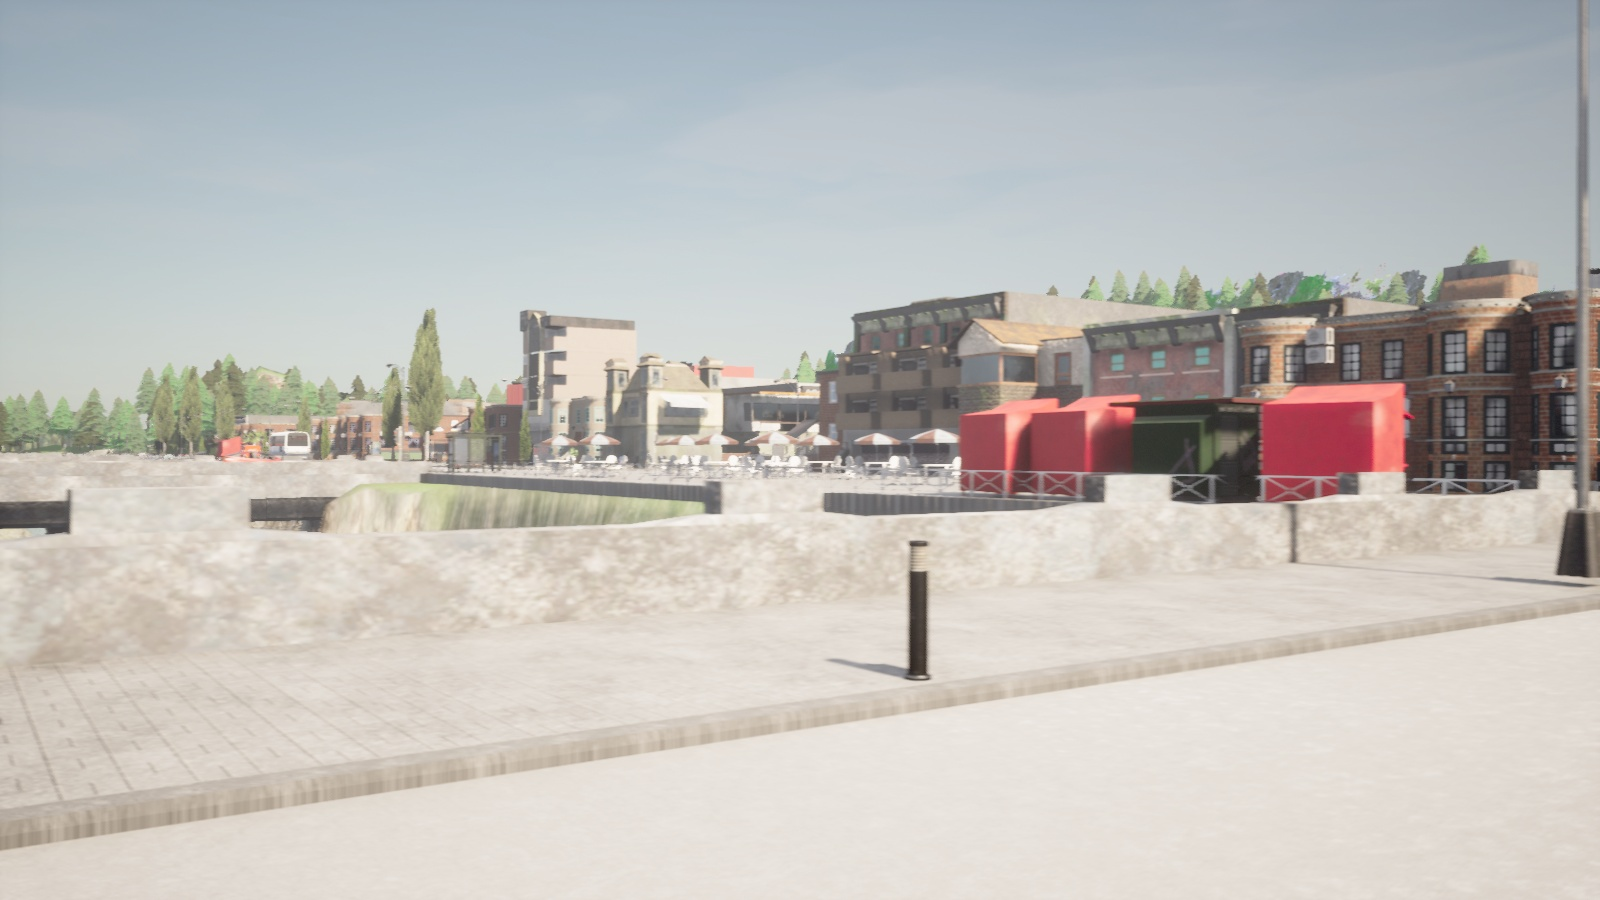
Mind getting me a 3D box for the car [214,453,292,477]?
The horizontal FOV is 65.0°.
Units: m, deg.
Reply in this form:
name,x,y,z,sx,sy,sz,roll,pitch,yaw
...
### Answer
name,x,y,z,sx,sy,sz,roll,pitch,yaw
car,-36.594,0.976,84.078,4.514,1.525,2.007,0,0,-35
